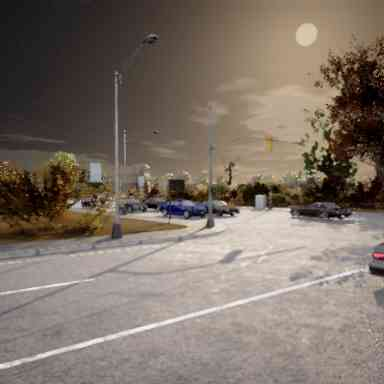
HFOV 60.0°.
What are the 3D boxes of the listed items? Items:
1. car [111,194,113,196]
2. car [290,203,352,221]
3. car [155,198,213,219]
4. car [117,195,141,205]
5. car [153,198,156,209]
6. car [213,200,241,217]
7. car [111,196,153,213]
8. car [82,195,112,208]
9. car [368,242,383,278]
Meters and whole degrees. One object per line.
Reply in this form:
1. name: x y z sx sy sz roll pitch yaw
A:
1. car: -17.785 1.115 67.031 2.150 2.045 5.566 0 0 -38
2. car: 10.065 1.498 26.494 1.895 1.301 4.718 0 0 -28
3. car: -0.764 1.407 28.783 1.882 1.535 5.008 0 0 -40
4. car: -11.227 1.381 58.945 2.128 1.511 4.902 0 0 -39
5. car: -3.979 1.408 38.390 2.128 1.511 4.902 0 0 -39
6. car: 2.026 1.462 30.903 2.033 1.411 5.357 0 0 -39
7. car: -6.639 1.437 36.113 1.837 1.490 4.892 0 0 -39
8. car: -12.998 1.425 44.059 2.128 1.511 4.902 0 0 -38
9. car: 6.551 1.502 8.687 5.357 1.411 2.033 0 0 -39
